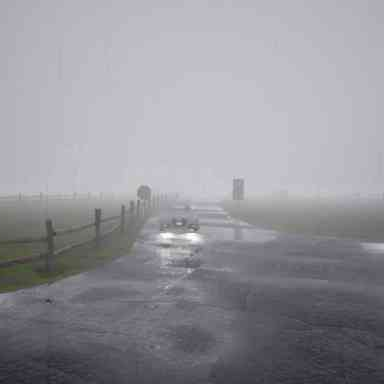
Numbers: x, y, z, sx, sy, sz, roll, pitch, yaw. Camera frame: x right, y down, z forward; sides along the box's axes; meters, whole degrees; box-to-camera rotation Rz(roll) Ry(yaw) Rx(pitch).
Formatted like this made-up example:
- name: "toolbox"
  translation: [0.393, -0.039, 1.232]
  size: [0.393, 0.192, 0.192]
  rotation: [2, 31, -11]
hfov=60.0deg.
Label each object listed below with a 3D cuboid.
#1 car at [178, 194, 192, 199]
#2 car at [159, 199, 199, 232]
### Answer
- name: "car"
  translation: [-0.899, 0.962, 44.297]
  size: [1.812, 1.442, 4.674]
  rotation: [1, 1, 3]
- name: "car"
  translation: [-0.740, 1.326, 18.295]
  size: [1.994, 1.385, 4.181]
  rotation: [1, 1, -4]
